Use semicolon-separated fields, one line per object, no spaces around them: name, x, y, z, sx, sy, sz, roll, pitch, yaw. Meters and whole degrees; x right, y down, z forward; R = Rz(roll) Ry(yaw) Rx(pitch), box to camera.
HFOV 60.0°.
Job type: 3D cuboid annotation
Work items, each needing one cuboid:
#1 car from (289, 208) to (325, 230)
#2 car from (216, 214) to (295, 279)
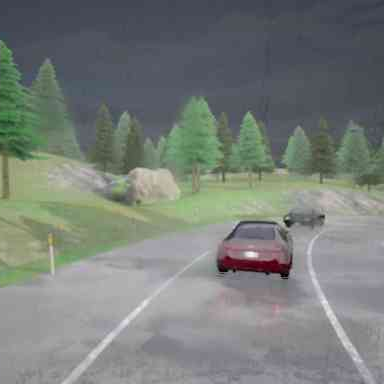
car;7.853;1.779;22.931;1.895;1.301;4.718;2;0;32
car;2.060;1.553;10.264;1.994;1.385;4.181;1;0;17
